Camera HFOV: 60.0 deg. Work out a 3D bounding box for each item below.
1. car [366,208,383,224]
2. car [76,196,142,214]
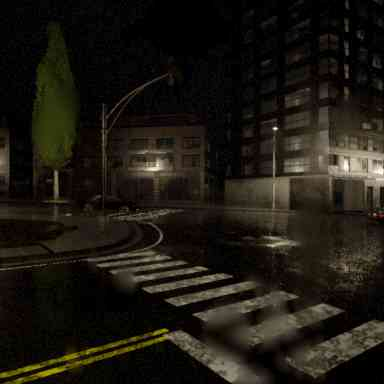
[{"bbox_3d":[15.328,1.624,23.656,5.357,1.411,2.033,0,0,-6],"label":"car"},{"bbox_3d":[-6.250,0.947,25.381,4.718,1.301,1.895,1,0,11],"label":"car"}]
